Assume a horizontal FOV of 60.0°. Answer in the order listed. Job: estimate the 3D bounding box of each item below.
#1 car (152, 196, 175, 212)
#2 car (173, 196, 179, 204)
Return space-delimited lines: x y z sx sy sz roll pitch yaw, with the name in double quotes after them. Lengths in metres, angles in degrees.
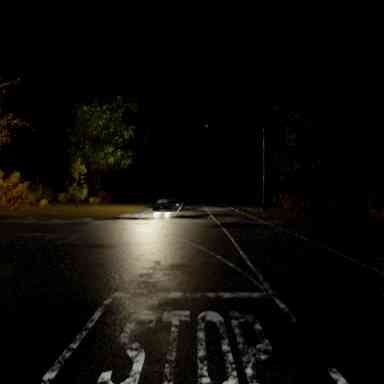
-3.402 1.541 38.508 1.994 1.385 4.181 0 0 0 "car"
-3.564 1.456 64.845 1.882 1.535 5.008 0 0 0 "car"
